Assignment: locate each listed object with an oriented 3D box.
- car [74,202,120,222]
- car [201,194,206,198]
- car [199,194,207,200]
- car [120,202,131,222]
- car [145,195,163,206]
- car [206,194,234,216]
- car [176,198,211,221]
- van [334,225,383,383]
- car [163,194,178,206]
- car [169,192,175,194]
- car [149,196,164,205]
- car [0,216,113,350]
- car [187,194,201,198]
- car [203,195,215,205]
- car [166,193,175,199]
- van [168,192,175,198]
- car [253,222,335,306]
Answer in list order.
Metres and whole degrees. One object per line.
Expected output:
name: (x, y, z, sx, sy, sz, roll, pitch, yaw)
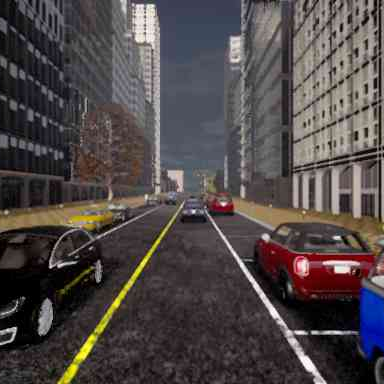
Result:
car: (-5.684, 1.435, 19.152, 1.752, 1.417, 4.829, 0, 0, 0)
car: (2.701, 1.106, 42.078, 2.192, 1.841, 5.009, 0, 0, 0)
car: (2.705, 1.131, 81.923, 1.947, 1.339, 4.313, 0, 0, 0)
car: (-5.684, 1.431, 25.015, 2.008, 1.369, 4.403, 0, 0, 0)
car: (-5.680, 1.312, 47.784, 2.008, 1.369, 4.403, 0, 0, 0)
car: (2.699, 1.166, 30.693, 2.192, 1.841, 5.009, 0, 0, 0)
car: (0.105, 1.424, 25.579, 2.033, 1.411, 5.357, 0, 0, 0)
van: (2.694, 1.330, 2.234, 1.690, 1.788, 3.998, 0, 0, 0)
car: (-3.070, 1.353, 49.429, 1.895, 1.301, 4.718, 0, 0, 0)
car: (-5.676, 1.150, 76.245, 2.008, 1.369, 4.403, 0, 0, 0)
car: (-5.680, 1.296, 53.477, 1.947, 1.339, 4.313, 0, 0, 0)
car: (-3.099, 1.475, 6.464, 1.837, 1.490, 4.892, 0, 0, 0)
car: (0.106, 1.221, 42.253, 2.033, 1.649, 4.856, 0, 0, 0)
car: (2.701, 1.254, 53.632, 1.752, 1.417, 4.829, 0, 0, 0)
car: (-5.674, 1.077, 87.629, 1.887, 1.381, 4.507, 0, 0, 0)
van: (-5.673, 0.839, 93.321, 1.690, 1.788, 3.998, 0, 0, 0)
car: (2.695, 1.403, 7.926, 1.967, 1.590, 4.097, 0, 0, 0)
